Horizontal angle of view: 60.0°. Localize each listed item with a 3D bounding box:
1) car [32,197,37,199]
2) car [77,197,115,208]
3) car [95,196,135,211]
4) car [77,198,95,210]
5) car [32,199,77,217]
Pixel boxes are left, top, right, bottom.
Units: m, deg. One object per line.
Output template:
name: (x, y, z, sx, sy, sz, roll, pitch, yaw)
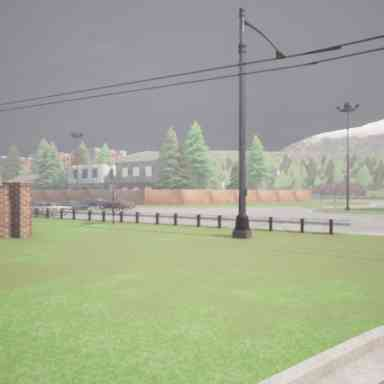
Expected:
car: (-24.165, 1.497, 49.624, 4.892, 1.490, 1.837, 0, 0, 29)
car: (-13.840, 1.534, 47.958, 5.357, 1.411, 2.033, 0, 0, 28)
car: (-9.253, 1.339, 41.323, 4.553, 1.767, 2.097, 0, 0, 29)
car: (-12.890, 1.556, 35.336, 4.181, 1.385, 1.994, 0, 0, 29)
car: (-13.569, 1.595, 31.709, 4.718, 1.301, 1.895, 0, 0, 29)
